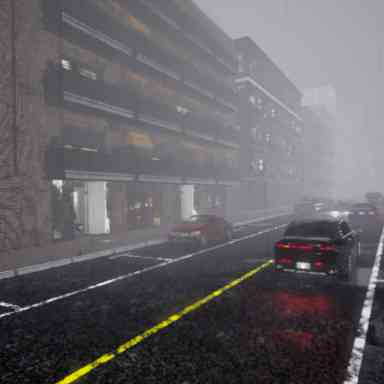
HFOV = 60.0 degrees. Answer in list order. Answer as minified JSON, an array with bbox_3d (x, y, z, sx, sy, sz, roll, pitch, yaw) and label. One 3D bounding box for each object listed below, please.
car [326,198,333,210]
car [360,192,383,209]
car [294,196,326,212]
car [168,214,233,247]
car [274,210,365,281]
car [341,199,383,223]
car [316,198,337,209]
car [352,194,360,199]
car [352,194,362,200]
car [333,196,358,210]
[{"bbox_3d":[15.113,1.415,39.790,1.967,1.590,4.097,-1,0,31],"label":"car"},{"bbox_3d":[22.747,1.036,41.440,2.150,2.045,5.566,-2,-1,31],"label":"car"},{"bbox_3d":[12.198,1.318,34.966,2.192,1.841,5.009,-1,0,31],"label":"car"},{"bbox_3d":[0.549,1.696,15.665,1.802,1.307,4.206,-1,0,31],"label":"car"},{"bbox_3d":[3.907,1.498,10.032,1.837,1.490,4.892,-2,-1,31],"label":"car"},{"bbox_3d":[12.689,1.457,24.574,2.033,1.411,5.357,-2,-1,31],"label":"car"},{"bbox_3d":[18.029,1.492,44.615,1.887,1.381,4.507,-1,0,31],"label":"car"},{"bbox_3d":[38.423,1.298,78.387,2.008,1.369,4.403,-1,0,31],"label":"car"},{"bbox_3d":[41.336,1.269,83.213,2.008,1.369,4.403,-1,0,31],"label":"car"},{"bbox_3d":[18.183,1.506,39.750,1.895,1.301,4.718,-2,-1,32],"label":"car"}]
